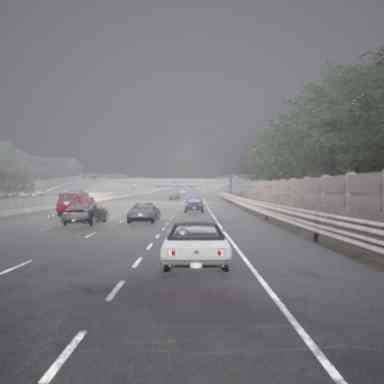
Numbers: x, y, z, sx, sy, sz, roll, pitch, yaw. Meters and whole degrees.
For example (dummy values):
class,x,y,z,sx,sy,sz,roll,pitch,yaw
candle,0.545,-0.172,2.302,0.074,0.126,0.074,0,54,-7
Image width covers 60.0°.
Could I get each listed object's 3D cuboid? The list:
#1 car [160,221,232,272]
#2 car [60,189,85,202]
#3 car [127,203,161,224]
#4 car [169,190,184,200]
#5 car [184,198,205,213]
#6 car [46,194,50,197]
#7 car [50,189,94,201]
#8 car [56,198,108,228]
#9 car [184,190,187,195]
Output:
class,x,y,z,sx,sy,sz,roll,pitch,yaw
car,0.116,1.591,10.760,1.895,1.301,4.718,0,0,0
car,-20.665,0.499,57.883,2.150,2.045,5.566,0,1,1
car,-3.431,1.471,24.165,1.994,1.385,4.181,0,1,0
car,-3.094,0.690,61.203,2.128,1.511,4.902,0,1,1
car,0.234,1.290,34.087,1.812,1.442,4.674,0,1,0
car,-24.145,0.745,59.071,1.837,1.490,4.892,0,1,1
car,-10.306,1.052,29.979,2.150,2.045,5.566,0,1,0
car,-6.842,1.421,21.675,2.128,1.511,4.902,0,1,0
car,-2.679,0.032,93.783,1.812,1.442,4.674,0,1,1
